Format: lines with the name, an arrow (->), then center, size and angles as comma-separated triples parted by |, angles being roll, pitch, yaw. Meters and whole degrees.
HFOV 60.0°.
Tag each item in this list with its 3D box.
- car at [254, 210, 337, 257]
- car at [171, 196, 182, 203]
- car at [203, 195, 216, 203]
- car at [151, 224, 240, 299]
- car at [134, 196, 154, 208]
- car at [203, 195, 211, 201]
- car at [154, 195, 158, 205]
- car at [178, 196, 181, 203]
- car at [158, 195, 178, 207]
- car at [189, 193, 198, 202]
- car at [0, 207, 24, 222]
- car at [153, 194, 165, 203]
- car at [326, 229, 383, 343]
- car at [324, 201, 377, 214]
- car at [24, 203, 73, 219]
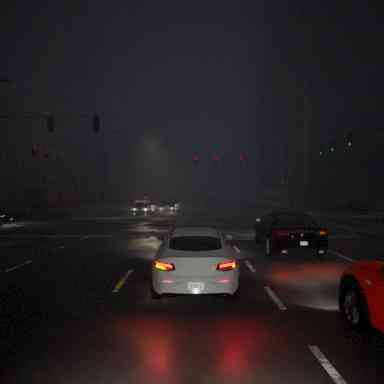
car -> 3.647, 1.478, 13.005 | 1.882, 1.535, 5.008 | 0, 0, 2
car -> -3.304, 1.540, 71.039 | 2.033, 1.411, 5.357 | 0, 0, 1
car -> 3.728, 1.477, 66.726 | 1.882, 1.535, 5.008 | 0, 0, 1
car -> 0.062, 1.526, 8.295 | 1.812, 1.442, 4.674 | 0, 0, 0
car -> -7.240, 1.478, 48.823 | 1.882, 1.535, 5.008 | 0, 0, 1
car -> 3.990, 1.478, 89.260 | 1.882, 1.535, 5.008 | 0, 0, 1
car -> -7.093, 1.491, 58.090 | 2.128, 1.511, 4.902 | 0, 0, 1
car -> -3.544, 1.502, 60.439 | 1.837, 1.490, 4.892 | 0, 1, 1
car -> -3.704, 1.478, 51.217 | 1.882, 1.535, 5.008 | 0, 0, 1
car -> 0.329, 1.591, 79.257 | 1.895, 1.301, 4.718 | 0, 0, 1
car -> -15.461, 1.547, 23.970 | 5.357, 1.411, 2.033 | 0, 0, 6
car -> -6.837, 1.354, 69.018 | 2.097, 1.767, 4.553 | 0, 0, 1
car -> 3.601, 1.352, 3.966 | 2.097, 1.767, 4.553 | 0, 0, 0
car -> 16.411, 1.601, 34.676 | 4.718, 1.301, 1.895 | 0, 0, 0
car -> -12.656, 1.601, 28.256 | 4.718, 1.301, 1.895 | 0, 0, -6
